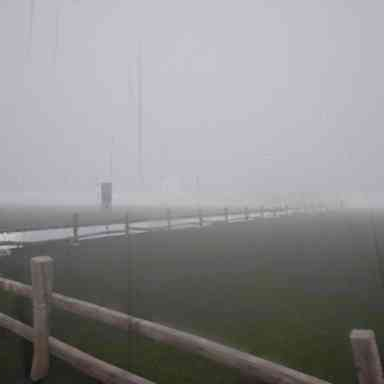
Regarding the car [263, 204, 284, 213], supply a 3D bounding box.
[{"bbox_3d":[12.482,2.471,50.971,2.033,1.411,5.357,-1,-1,35],"label":"car"}]
